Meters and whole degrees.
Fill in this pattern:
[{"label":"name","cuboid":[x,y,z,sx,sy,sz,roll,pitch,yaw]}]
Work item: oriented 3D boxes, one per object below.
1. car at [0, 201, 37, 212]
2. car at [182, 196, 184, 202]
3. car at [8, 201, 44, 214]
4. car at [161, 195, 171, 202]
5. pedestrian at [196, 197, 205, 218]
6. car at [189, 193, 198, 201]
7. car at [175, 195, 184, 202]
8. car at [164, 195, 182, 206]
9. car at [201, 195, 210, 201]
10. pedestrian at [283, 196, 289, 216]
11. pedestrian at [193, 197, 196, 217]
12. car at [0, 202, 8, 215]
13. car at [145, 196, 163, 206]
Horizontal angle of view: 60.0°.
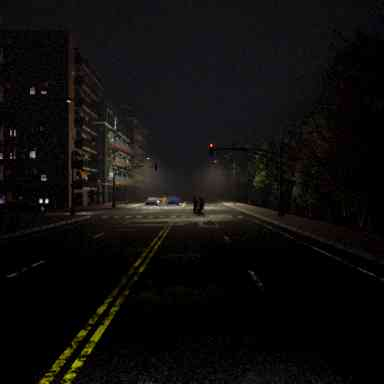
[{"label":"car","cuboid":[-22.654,1.857,43.274,4.206,1.307,1.802,-1,1,-1]},{"label":"car","cuboid":[-3.041,1.524,68.810,2.128,1.511,4.902,0,0,0]},{"label":"car","cuboid":[-19.218,1.728,37.428,4.902,1.511,2.128,-1,0,1]},{"label":"car","cuboid":[-6.250,1.567,79.856,2.128,1.511,4.902,0,0,0]},{"label":"pedestrian","cuboid":[0.735,1.301,28.086,0.375,1.860,0.375,0,0,0]},{"label":"car","cuboid":[0.269,1.266,85.614,2.150,2.045,5.566,0,0,0]},{"label":"car","cuboid":[-3.000,1.542,79.881,1.837,1.490,4.892,0,0,0]},{"label":"car","cuboid":[-3.165,1.499,55.844,1.882,1.535,5.008,0,0,0]},{"label":"car","cuboid":[3.519,1.541,85.572,1.837,1.490,4.892,0,0,0]},{"label":"pedestrian","cuboid":[8.058,1.149,28.759,0.375,1.860,0.375,0,0,0]},{"label":"pedestrian","cuboid":[0.278,1.302,29.385,0.375,1.860,0.375,0,0,0]},{"label":"car","cuboid":[-22.563,1.596,34.624,5.009,1.841,2.192,-1,1,-1]},{"label":"car","cuboid":[-6.421,1.568,54.402,2.033,1.411,5.357,0,0,0]}]
